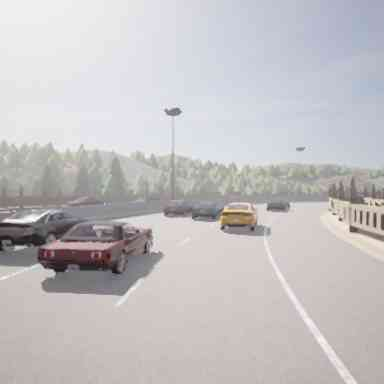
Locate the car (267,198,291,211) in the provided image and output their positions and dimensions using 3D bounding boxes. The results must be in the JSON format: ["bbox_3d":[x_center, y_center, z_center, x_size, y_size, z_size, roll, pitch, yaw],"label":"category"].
[{"bbox_3d":[10.063,1.432,38.460,1.994,1.385,4.181,0,0,28],"label":"car"}]

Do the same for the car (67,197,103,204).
[{"bbox_3d":[-12.742,1.319,39.673,1.882,1.535,5.008,0,0,23],"label":"car"}]

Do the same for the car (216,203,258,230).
[{"bbox_3d":[2.955,1.384,20.283,1.882,1.535,5.008,0,0,14],"label":"car"}]

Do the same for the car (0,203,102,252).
[{"bbox_3d":[-5.652,1.406,13.194,2.128,1.511,4.902,0,0,8],"label":"car"}]

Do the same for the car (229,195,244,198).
[{"bbox_3d":[7.893,1.371,60.914,2.128,1.511,4.902,0,0,39],"label":"car"}]

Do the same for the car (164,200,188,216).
[{"bbox_3d":[-1.009,1.434,30.822,1.994,1.385,4.181,0,0,20],"label":"car"}]

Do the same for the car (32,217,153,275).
[{"bbox_3d":[-2.585,1.537,10.268,1.895,1.301,4.718,0,0,7],"label":"car"}]

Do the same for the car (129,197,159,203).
[{"bbox_3d":[-6.417,1.397,45.192,2.033,1.411,5.357,0,0,27],"label":"car"}]

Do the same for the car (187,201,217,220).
[{"bbox_3d":[1.455,1.445,27.308,1.994,1.385,4.181,0,0,19],"label":"car"}]
